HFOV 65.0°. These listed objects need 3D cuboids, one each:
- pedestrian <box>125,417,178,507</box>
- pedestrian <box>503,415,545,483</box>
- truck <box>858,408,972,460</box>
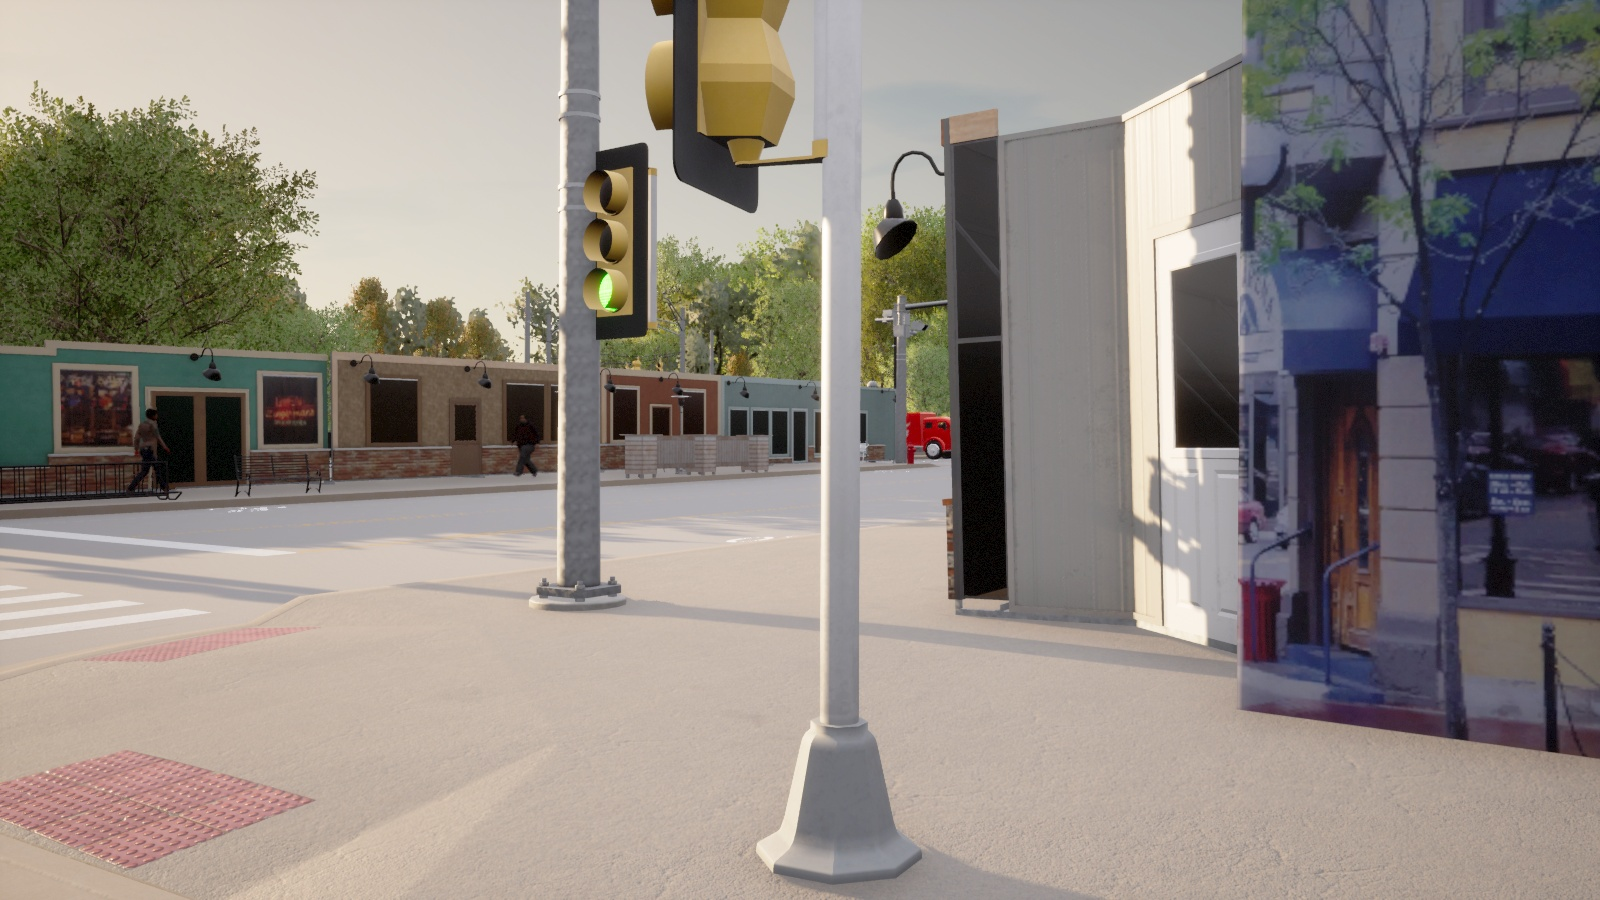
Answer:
[{"bbox_3d":[-13.267,0.242,25.699,0.328,1.805,0.869,0,1,35],"label":"pedestrian"},{"bbox_3d":[-7.528,-0.028,34.282,0.634,1.844,0.899,0,1,33],"label":"pedestrian"},{"bbox_3d":[6.028,-0.824,65.672,5.204,2.467,2.627,-3,0,29],"label":"truck"}]
